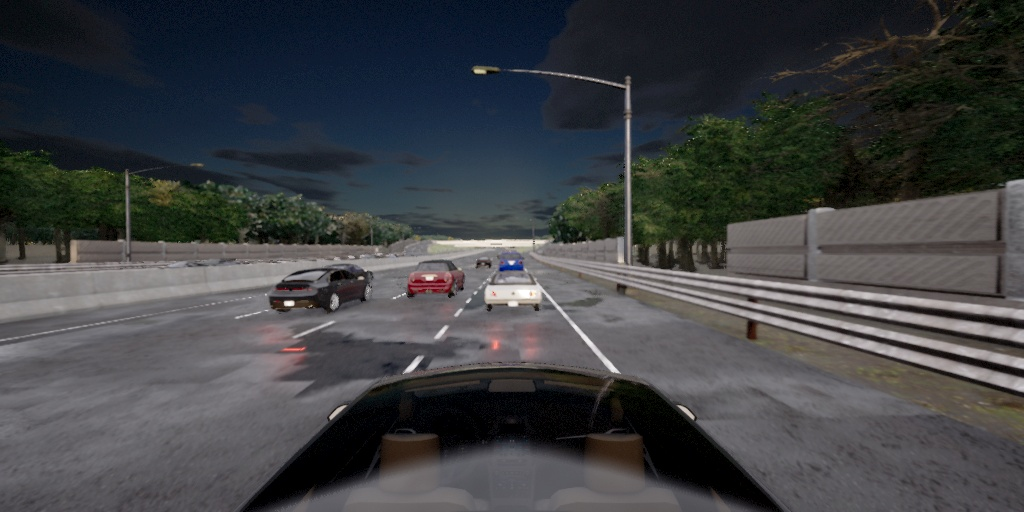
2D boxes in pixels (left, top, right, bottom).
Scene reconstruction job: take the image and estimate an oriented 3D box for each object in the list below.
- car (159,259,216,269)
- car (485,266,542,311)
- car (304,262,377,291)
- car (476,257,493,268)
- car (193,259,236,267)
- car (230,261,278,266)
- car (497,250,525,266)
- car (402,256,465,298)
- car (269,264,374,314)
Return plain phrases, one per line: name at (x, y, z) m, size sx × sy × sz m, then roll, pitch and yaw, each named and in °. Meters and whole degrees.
car at (-28.225, 1.227, 30.726) m, size 1.812 × 1.442 × 4.674 m, roll 0°, pitch 1°, yaw 0°
car at (0.029, 1.240, 13.804) m, size 1.895 × 1.301 × 4.718 m, roll 0°, pitch 1°, yaw 0°
car at (-10.517, 1.187, 22.510) m, size 2.033 × 1.411 × 5.357 m, roll 0°, pitch 1°, yaw 0°
car at (-3.641, 0.825, 47.671) m, size 1.882 × 1.535 × 5.008 m, roll 0°, pitch 1°, yaw 0°
car at (-24.725, 1.232, 31.281) m, size 1.994 × 1.385 × 4.181 m, roll 0°, pitch 1°, yaw 0°
car at (-21.229, 1.246, 30.791) m, size 1.895 × 1.301 × 4.718 m, roll 0°, pitch 1°, yaw 0°
car at (-0.040, 0.686, 32.249) m, size 2.150 × 2.045 × 5.566 m, roll 0°, pitch 1°, yaw 0°
car at (-3.594, 0.982, 17.708) m, size 2.097 × 1.767 × 4.553 m, roll 0°, pitch 1°, yaw 0°
car at (-6.969, 1.202, 13.604) m, size 1.837 × 1.490 × 4.892 m, roll 0°, pitch 1°, yaw 0°
